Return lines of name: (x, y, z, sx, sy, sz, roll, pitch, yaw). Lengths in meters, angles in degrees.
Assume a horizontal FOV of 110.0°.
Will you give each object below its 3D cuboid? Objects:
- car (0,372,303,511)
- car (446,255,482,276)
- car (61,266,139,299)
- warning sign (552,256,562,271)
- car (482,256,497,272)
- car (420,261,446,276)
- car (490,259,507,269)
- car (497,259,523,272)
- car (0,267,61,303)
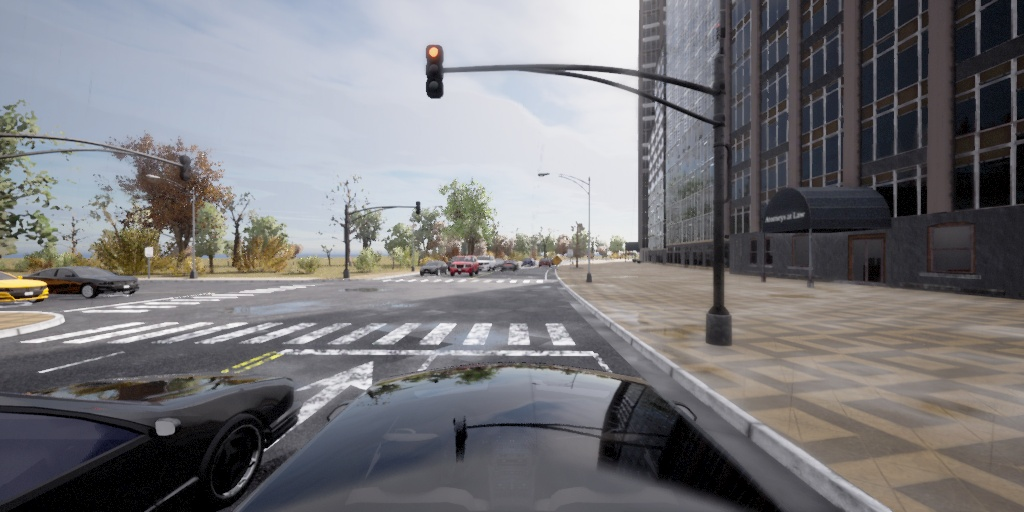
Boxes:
car: (-3.127, 1.298, 1.264, 2.033, 1.411, 5.357, 0, 0, 1)
car: (-4.778, 0.965, 36.750, 2.150, 2.045, 5.566, 0, 0, 3)
car: (-21.836, 1.273, 18.162, 5.008, 1.535, 1.882, 0, 0, 4)
warning sign: (5.511, 0.863, 43.966, 1.300, 1.860, 1.060, 0, 0, 7)
car: (-3.577, 0.965, 47.046, 2.150, 2.045, 5.566, 0, 0, 8)
car: (-7.971, 1.247, 37.037, 1.837, 1.490, 4.892, 0, 0, 6)
car: (-2.133, 1.271, 57.139, 1.812, 1.442, 4.674, 0, 0, 9)
car: (-0.196, 1.238, 46.396, 2.128, 1.511, 4.902, 0, 0, 7)
car: (-22.477, 1.287, 14.941, 5.008, 1.535, 1.882, 0, 0, 3)
